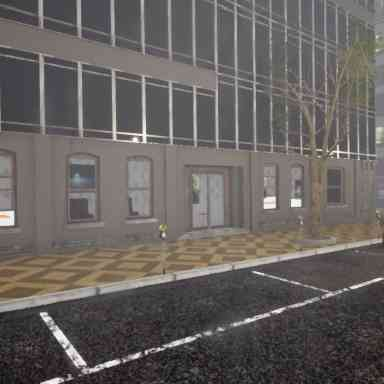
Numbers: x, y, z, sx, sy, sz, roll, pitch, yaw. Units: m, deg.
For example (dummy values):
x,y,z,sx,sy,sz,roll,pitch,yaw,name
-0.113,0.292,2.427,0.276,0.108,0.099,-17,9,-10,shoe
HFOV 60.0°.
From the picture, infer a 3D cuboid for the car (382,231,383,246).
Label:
x,y,z,sx,sy,sz,roll,pitch,yaw,name
9.365,1.436,13.280,4.097,1.590,1.967,0,-1,-36,car
